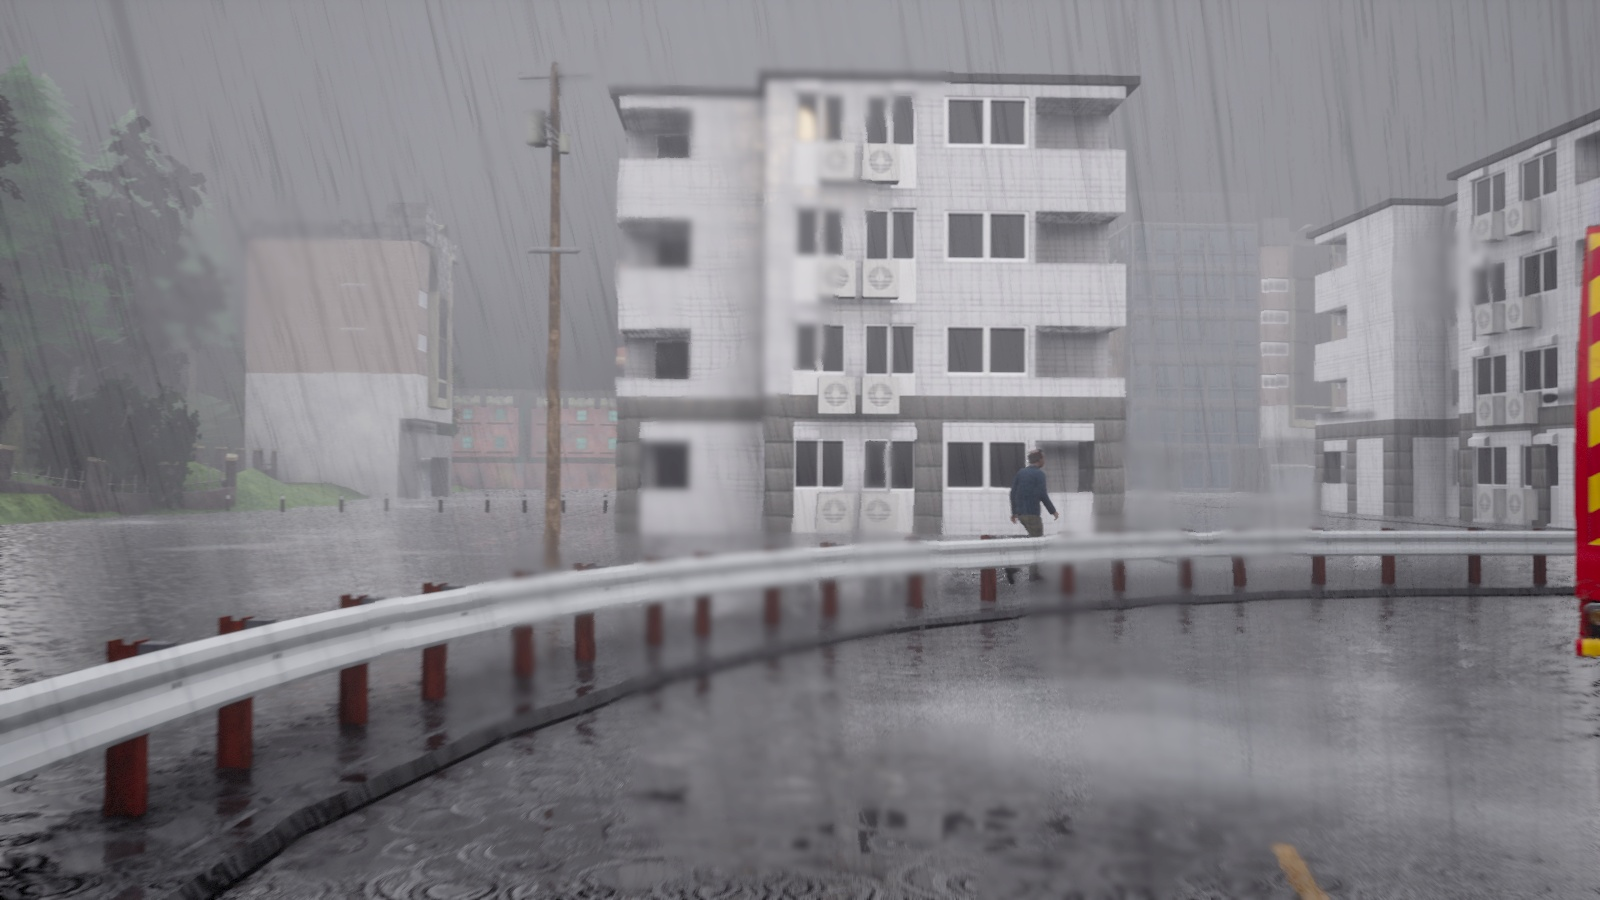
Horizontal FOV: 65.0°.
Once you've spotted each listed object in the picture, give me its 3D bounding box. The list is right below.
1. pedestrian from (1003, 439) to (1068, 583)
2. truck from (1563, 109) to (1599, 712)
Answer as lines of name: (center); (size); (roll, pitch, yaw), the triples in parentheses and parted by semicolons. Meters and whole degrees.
pedestrian: (3.086, 0.788, 16.482); (0.726, 1.842, 0.402); (0, -1, -24)
truck: (9.162, -0.224, 9.610); (8.468, 3.827, 2.891); (1, -1, -38)
